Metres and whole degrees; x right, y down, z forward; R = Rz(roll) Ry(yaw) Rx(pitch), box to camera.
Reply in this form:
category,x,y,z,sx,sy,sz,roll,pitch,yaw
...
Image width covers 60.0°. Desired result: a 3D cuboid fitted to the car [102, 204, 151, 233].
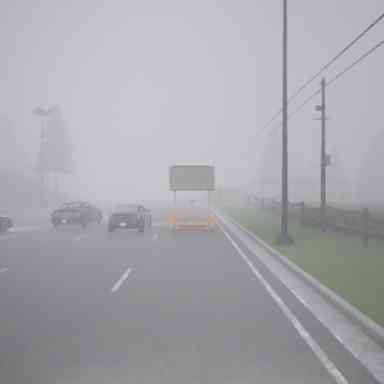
category,x,y,z,sx,sy,sz,roll,pitch,yaw
car,-3.400,1.398,18.654,1.812,1.442,4.674,0,0,0

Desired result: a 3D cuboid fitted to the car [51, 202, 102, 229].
category,x,y,z,sx,sy,sz,roll,pitch,yaw
car,-6.902,1.352,20.414,2.128,1.511,4.902,0,0,0

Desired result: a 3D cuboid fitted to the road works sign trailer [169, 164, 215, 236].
category,x,y,z,sx,sy,sz,roll,pitch,yaw
road works sign trailer,0.001,0.344,17.598,2.380,3.560,2.880,0,0,0

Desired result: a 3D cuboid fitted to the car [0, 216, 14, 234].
category,x,y,z,sx,sy,sz,roll,pitch,yaw
car,-10.397,1.443,15.238,2.033,1.411,5.357,0,0,0
